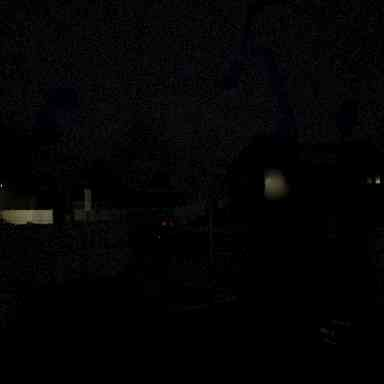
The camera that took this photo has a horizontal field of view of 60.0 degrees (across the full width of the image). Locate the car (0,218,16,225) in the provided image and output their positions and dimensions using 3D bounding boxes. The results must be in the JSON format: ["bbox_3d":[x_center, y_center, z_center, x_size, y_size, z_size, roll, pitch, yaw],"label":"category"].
[{"bbox_3d":[-11.461,2.239,19.074,5.008,1.535,1.882,-2,0,18],"label":"car"}]

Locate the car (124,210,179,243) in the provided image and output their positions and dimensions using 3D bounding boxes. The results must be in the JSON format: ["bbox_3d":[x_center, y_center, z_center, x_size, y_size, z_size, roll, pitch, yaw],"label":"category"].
[{"bbox_3d":[-3.122,1.859,19.258,4.553,1.767,2.097,-2,0,20],"label":"car"}]
